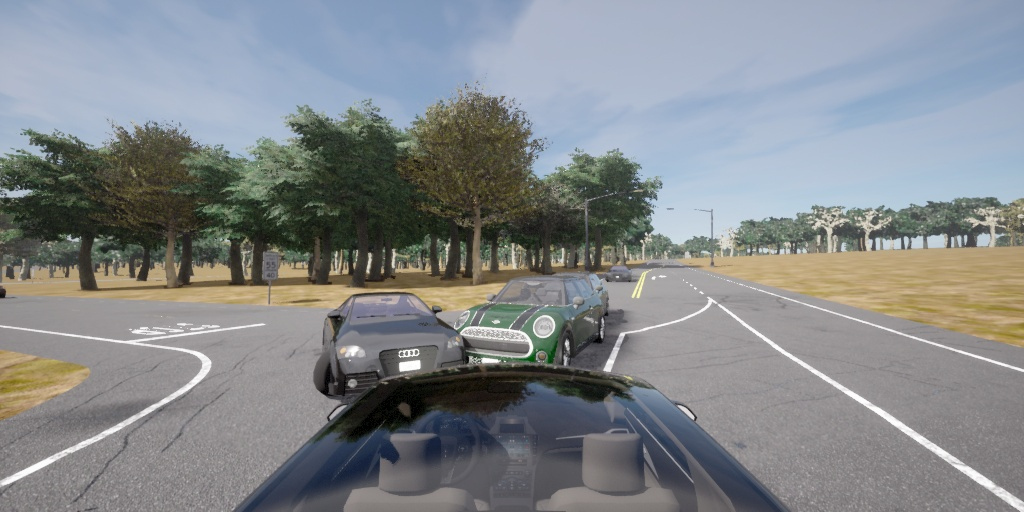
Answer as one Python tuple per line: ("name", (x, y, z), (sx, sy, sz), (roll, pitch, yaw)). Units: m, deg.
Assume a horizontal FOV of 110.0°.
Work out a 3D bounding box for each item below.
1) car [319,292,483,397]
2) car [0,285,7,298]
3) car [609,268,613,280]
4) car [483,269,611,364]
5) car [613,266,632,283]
("car", (-2.356, 1.376, 6.640), (1.994, 1.385, 4.181), (1, -2, -29))
("car", (-40.862, 2.562, 27.403), (4.181, 1.385, 1.994), (-2, -3, 22))
("car", (2.022, 1.344, 12.158), (2.097, 1.767, 4.553), (-1, -1, 21))
("car", (0.615, 1.218, 7.845), (2.097, 1.767, 4.553), (-1, -2, 26))
("car", (9.243, 1.514, 30.810), (1.994, 1.385, 4.181), (-1, 0, 22))
